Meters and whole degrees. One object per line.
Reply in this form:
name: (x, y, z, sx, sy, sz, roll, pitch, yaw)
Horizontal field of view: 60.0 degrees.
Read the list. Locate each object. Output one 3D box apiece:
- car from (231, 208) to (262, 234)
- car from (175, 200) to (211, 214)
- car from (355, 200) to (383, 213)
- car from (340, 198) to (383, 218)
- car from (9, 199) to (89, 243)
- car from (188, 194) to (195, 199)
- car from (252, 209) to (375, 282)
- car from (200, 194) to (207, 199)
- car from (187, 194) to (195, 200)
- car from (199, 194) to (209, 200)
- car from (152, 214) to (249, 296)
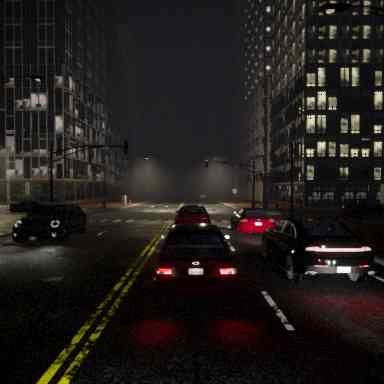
car: (3.306, 1.553, 18.494, 1.994, 1.385, 4.181, 0, 0, 0)
car: (0.061, 1.467, 18.599, 1.882, 1.535, 5.008, 0, 0, 1)
car: (21.719, 1.640, 38.545, 4.829, 1.417, 1.752, 1, 0, 1)
car: (16.130, 1.517, 30.245, 5.009, 1.841, 2.192, 1, 0, 1)
car: (-6.625, 1.342, 16.051, 2.097, 1.767, 4.553, 0, 0, 0)
car: (-0.218, 1.332, 91.444, 1.895, 1.301, 4.718, 0, 0, 0)
car: (3.326, 1.487, 9.694, 2.128, 1.511, 4.902, 0, 0, 0)
car: (3.033, 1.261, 91.421, 1.812, 1.442, 4.674, 0, 0, 0)
car: (-0.193, 1.438, 81.412, 1.812, 1.442, 4.674, 0, 0, 0)
car: (3.057, 1.509, 81.449, 1.895, 1.301, 4.718, 0, 0, 0)
car: (0.081, 1.543, 8.779, 2.033, 1.411, 5.357, 0, 0, 0)
